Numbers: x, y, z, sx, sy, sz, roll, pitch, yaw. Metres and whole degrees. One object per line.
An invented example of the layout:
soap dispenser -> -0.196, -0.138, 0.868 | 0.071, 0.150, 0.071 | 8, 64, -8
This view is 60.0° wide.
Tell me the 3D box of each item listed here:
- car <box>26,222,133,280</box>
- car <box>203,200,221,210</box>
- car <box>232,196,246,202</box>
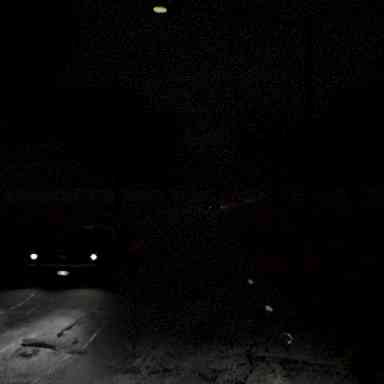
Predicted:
car -> -3.115, 1.637, 10.208 | 1.895, 1.301, 4.718 | 0, 0, 0
car -> 2.851, 1.758, 46.064 | 1.895, 1.301, 4.718 | 0, 0, 12
car -> 9.406, 1.345, 65.936 | 1.895, 1.301, 4.718 | -1, 2, 24
